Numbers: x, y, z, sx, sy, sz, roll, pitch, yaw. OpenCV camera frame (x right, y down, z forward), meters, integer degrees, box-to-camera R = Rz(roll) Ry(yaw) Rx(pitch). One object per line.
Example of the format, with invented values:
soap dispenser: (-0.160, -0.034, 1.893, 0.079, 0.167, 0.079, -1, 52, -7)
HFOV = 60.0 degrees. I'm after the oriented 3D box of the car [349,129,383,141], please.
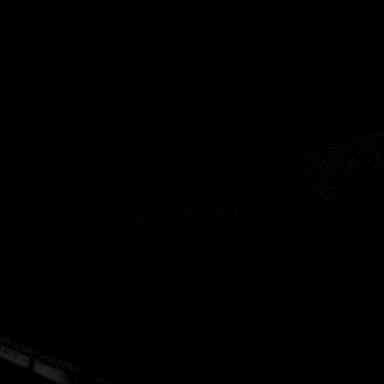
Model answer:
car: (17.452, -5.210, 31.884, 2.185, 1.767, 4.553, 2, 2, -27)
